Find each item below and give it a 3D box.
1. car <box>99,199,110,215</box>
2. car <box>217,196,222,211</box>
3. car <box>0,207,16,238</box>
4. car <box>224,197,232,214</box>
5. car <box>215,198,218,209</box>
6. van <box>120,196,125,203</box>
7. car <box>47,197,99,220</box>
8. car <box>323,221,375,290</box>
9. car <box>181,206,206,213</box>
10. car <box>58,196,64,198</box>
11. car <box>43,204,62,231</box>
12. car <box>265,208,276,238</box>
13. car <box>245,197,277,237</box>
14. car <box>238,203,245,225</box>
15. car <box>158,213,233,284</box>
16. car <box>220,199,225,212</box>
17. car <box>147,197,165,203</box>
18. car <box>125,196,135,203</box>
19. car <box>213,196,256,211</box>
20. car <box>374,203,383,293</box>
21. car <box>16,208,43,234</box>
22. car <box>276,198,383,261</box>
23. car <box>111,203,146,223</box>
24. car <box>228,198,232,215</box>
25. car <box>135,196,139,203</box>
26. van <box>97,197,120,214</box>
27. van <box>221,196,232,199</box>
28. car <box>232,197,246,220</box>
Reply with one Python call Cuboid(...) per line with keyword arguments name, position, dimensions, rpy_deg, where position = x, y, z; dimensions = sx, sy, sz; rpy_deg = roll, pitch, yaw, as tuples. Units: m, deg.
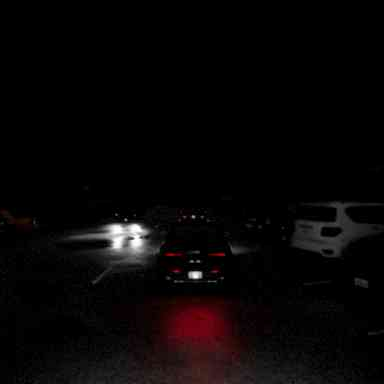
Cuboid(name="car", position=(-10.975, 1.783, 32.698), dimensions=(4.892, 1.521, 2.231), rpy_deg=(-1, 0, -20))
Cuboid(name="car", position=(6.017, 1.735, 41.250), dimensions=(4.553, 1.767, 2.185), rpy_deg=(1, 0, -20))
Cuboid(name="car", position=(-10.999, 1.622, 14.943), dimensions=(5.008, 1.535, 2.097), rpy_deg=(-1, 0, -20))
Cuboid(name="car", position=(5.934, 1.654, 32.179), dimensions=(4.553, 1.767, 2.185), rpy_deg=(1, -1, -20))
Cuboid(name="car", position=(5.969, 1.635, 44.249), dimensions=(5.566, 2.045, 2.435), rpy_deg=(1, 0, -20))
Cuboid(name="van", position=(-11.075, 1.636, 41.527), dimensions=(4.442, 1.987, 1.878), rpy_deg=(-1, 0, -20))
Cuboid(name="car", position=(-11.010, 1.631, 29.725), dimensions=(4.553, 1.767, 2.185), rpy_deg=(-1, -1, -20))
Cuboid(name="car", position=(5.908, 1.590, 7.989), dimensions=(4.792, 1.488, 2.163), rpy_deg=(1, 0, -20))
Cuboid(name="car", position=(0.110, 1.777, 25.184), dimensions=(2.033, 1.411, 5.357), rpy_deg=(0, -1, 0))
Cuboid(name="car", position=(-26.611, 1.829, 66.776), dimensions=(2.435, 2.045, 5.566), rpy_deg=(0, 0, -19))
Cuboid(name="car", position=(-10.967, 1.705, 20.873), dimensions=(4.792, 1.488, 2.163), rpy_deg=(-1, -1, -20))
Cuboid(name="car", position=(5.932, 1.617, 14.054), dimensions=(4.892, 1.521, 2.231), rpy_deg=(1, -1, -20))
Cuboid(name="car", position=(5.920, 1.392, 17.063), dimensions=(5.566, 2.045, 2.435), rpy_deg=(1, 0, -20))
Cuboid(name="car", position=(5.780, 1.665, 20.024), dimensions=(5.366, 1.575, 1.946), rpy_deg=(1, 0, -20))
Cuboid(name="car", position=(0.084, 1.596, 9.791), dimensions=(1.837, 1.490, 4.892), rpy_deg=(0, 0, 0))
Cuboid(name="car", position=(5.981, 1.808, 35.198), dimensions=(4.892, 1.521, 2.231), rpy_deg=(1, 0, -20))
Cuboid(name="car", position=(-7.500, 1.624, 68.880), dimensions=(2.097, 1.767, 4.553), rpy_deg=(0, -1, -39))
Cuboid(name="car", position=(-10.940, 1.635, 44.544), dimensions=(5.566, 2.045, 2.435), rpy_deg=(-1, -1, -20))
Cuboid(name="car", position=(6.014, 1.662, 47.309), dimensions=(5.566, 2.045, 2.435), rpy_deg=(1, -1, -20))
Cuboid(name="car", position=(5.911, 1.282, 4.969), dimensions=(5.566, 2.045, 2.435), rpy_deg=(1, 0, -20))
Cuboid(name="car", position=(-11.165, 1.648, 17.827), dimensions=(5.366, 1.575, 1.946), rpy_deg=(-1, 0, -20))
Cuboid(name="car", position=(5.974, 1.338, 11.035), dimensions=(5.566, 2.045, 2.435), rpy_deg=(1, -1, -20))
Cuboid(name="car", position=(-5.081, 1.853, 27.802), dimensions=(1.895, 1.301, 4.718), rpy_deg=(0, -1, 0))
Cuboid(name="car", position=(5.938, 1.627, 29.150), dimensions=(4.553, 1.767, 2.185), rpy_deg=(1, -1, -20))
Cuboid(name="car", position=(-10.934, 1.661, 47.503), dimensions=(5.566, 2.045, 2.435), rpy_deg=(-1, -1, -20))
Cuboid(name="van", position=(-11.080, 1.610, 38.568), dimensions=(4.442, 1.987, 1.878), rpy_deg=(-1, 0, -20))
Cuboid(name="van", position=(6.089, 1.609, 38.268), dimensions=(4.442, 1.987, 1.878), rpy_deg=(1, -1, -20))
Cuboid(name="car", position=(5.988, 1.447, 23.126), dimensions=(5.566, 2.045, 2.435), rpy_deg=(1, -1, -20))
